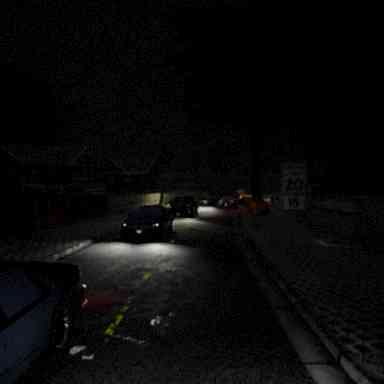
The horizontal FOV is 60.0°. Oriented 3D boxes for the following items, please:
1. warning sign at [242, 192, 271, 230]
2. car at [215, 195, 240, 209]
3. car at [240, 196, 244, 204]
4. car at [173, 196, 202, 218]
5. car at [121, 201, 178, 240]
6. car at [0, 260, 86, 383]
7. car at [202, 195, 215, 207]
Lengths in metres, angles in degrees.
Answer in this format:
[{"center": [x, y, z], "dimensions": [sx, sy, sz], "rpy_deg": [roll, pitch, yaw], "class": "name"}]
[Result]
[{"center": [3.428, 0.972, 17.836], "dimensions": [1.300, 1.860, 1.060], "rpy_deg": [3, 3, 5], "class": "warning sign"}, {"center": [4.354, 1.192, 40.187], "dimensions": [1.812, 1.442, 4.674], "rpy_deg": [1, 1, 13], "class": "car"}, {"center": [6.614, 1.115, 50.198], "dimensions": [2.033, 1.411, 5.357], "rpy_deg": [1, 1, 16], "class": "car"}, {"center": [-0.736, 1.100, 27.696], "dimensions": [2.097, 1.767, 4.553], "rpy_deg": [0, 0, 8], "class": "car"}, {"center": [-2.036, 1.368, 16.289], "dimensions": [1.812, 1.442, 4.674], "rpy_deg": [0, 0, 5], "class": "car"}, {"center": [-2.722, 1.512, 3.266], "dimensions": [2.033, 1.411, 5.357], "rpy_deg": [0, 1, 2], "class": "car"}, {"center": [2.250, 1.094, 43.965], "dimensions": [2.128, 1.511, 4.902], "rpy_deg": [1, 1, 13], "class": "car"}]
